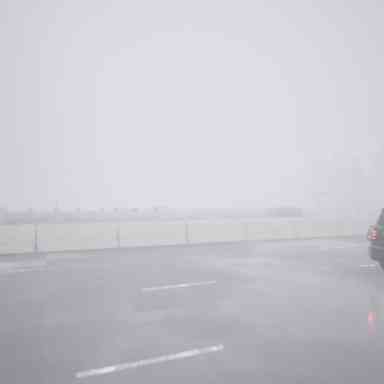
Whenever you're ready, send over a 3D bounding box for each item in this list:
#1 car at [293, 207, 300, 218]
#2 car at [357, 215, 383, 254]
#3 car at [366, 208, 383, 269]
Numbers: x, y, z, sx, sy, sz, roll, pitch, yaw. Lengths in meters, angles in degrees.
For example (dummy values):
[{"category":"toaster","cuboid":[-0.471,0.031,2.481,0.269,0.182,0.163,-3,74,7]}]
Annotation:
[{"category":"car","cuboid":[10.326,2.293,37.891,4.902,1.511,2.128,1,-1,-23]},{"category":"car","cuboid":[9.962,1.808,14.686,4.902,1.511,2.128,1,-1,-23]},{"category":"car","cuboid":[7.916,1.432,10.010,5.566,2.045,2.150,1,-1,-23]}]
